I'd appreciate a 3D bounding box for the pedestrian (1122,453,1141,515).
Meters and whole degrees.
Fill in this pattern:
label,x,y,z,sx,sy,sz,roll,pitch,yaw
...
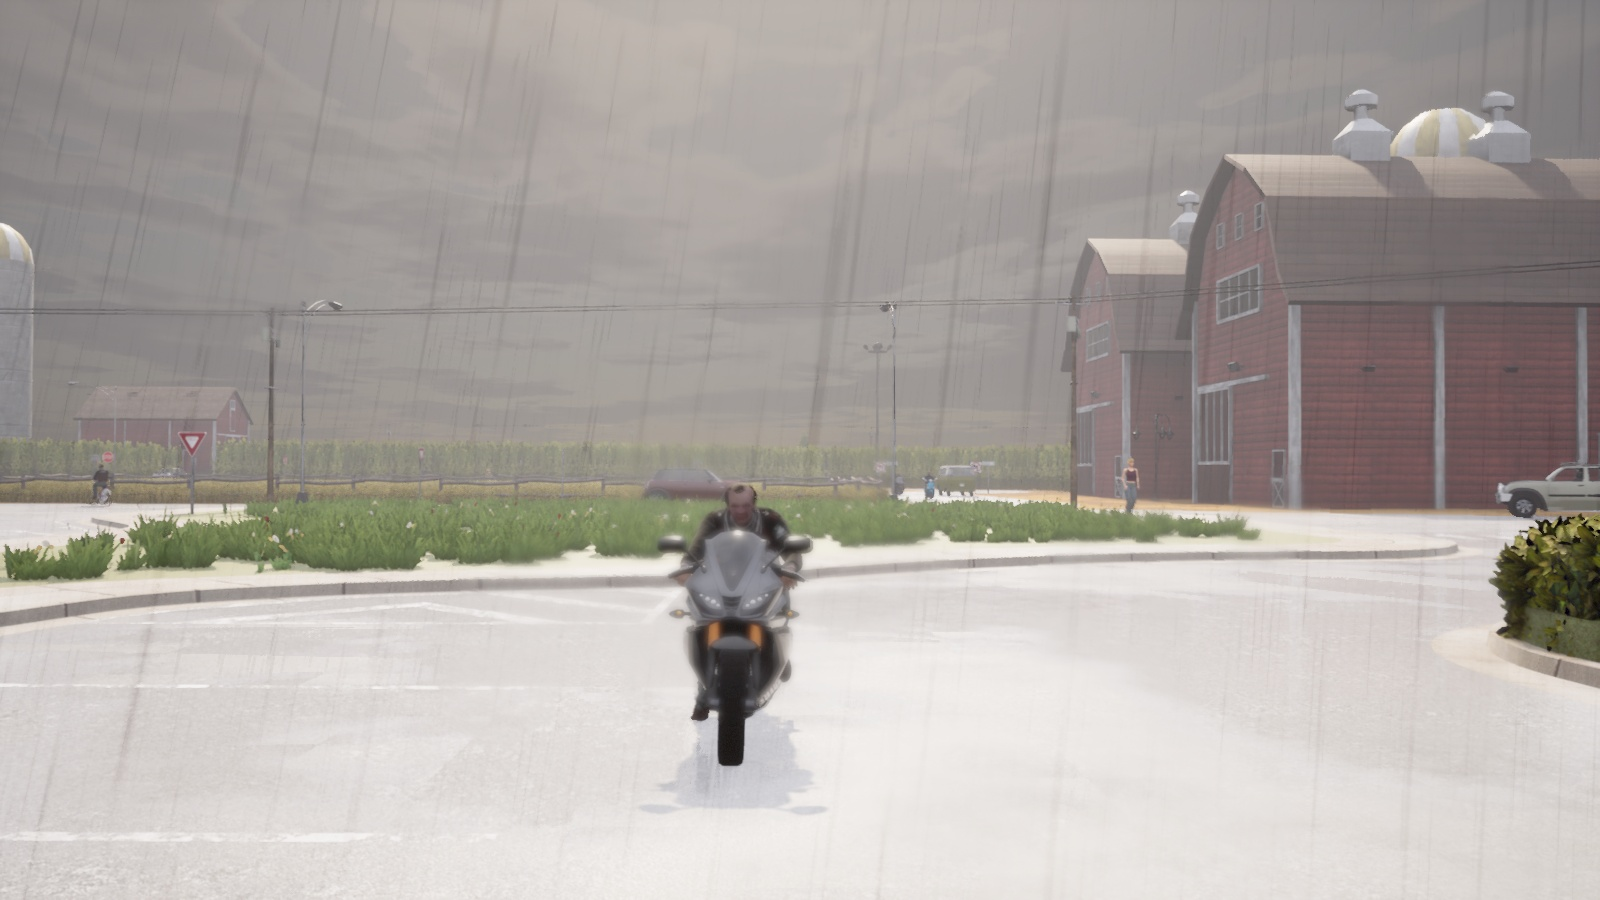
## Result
label,x,y,z,sx,sy,sz,roll,pitch,yaw
pedestrian,9.898,1.025,37.488,0.345,1.836,0.594,0,-1,-8

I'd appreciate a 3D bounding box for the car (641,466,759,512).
label,x,y,z,sx,sy,sz,roll,pitch,yaw
car,-3.931,1.528,50.086,4.553,1.767,2.097,0,-1,-1

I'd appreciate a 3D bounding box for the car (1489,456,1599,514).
label,x,y,z,sx,sy,sz,roll,pitch,yaw
car,25.306,1.126,41.215,4.605,1.855,1.932,-1,-1,27

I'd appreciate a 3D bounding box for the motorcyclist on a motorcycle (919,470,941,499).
label,x,y,z,sx,sy,sz,roll,pitch,yaw
motorcyclist on a motorcycle,7.272,1.918,70.326,0.866,1.590,1.817,0,-1,-5

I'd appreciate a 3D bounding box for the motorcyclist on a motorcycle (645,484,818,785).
label,x,y,z,sx,sy,sz,roll,pitch,yaw
motorcyclist on a motorcycle,-0.339,0.978,7.560,0.866,1.530,2.191,0,-1,1

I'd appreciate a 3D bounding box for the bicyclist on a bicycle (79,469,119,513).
label,x,y,z,sx,sy,sz,roll,pitch,yaw
bicyclist on a bicycle,-28.654,1.660,51.320,1.843,1.776,0.659,-1,1,35

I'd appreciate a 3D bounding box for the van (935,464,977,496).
label,x,y,z,sx,sy,sz,roll,pitch,yaw
van,9.936,1.876,80.419,1.775,1.987,4.442,0,-1,-5
